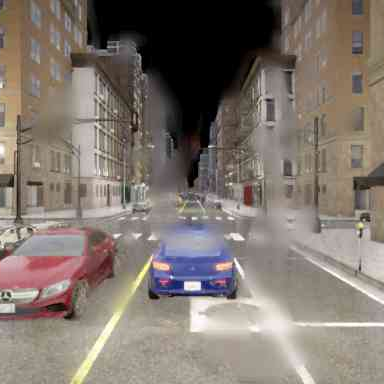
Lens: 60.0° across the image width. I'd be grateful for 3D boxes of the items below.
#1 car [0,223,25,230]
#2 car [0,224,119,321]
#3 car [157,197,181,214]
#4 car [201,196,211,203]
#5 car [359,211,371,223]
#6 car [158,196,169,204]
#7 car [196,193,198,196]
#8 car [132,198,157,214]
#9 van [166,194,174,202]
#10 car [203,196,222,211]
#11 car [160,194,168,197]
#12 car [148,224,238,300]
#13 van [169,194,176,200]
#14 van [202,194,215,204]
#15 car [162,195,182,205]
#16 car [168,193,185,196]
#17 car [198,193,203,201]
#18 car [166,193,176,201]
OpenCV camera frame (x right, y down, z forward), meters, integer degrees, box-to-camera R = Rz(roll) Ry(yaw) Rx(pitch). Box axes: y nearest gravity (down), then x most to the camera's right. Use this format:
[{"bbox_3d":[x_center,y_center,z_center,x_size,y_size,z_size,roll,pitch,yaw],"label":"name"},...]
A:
[{"bbox_3d":[-5.370,1.550,8.842,2.008,1.369,4.403,0,0,0],"label":"car"},{"bbox_3d":[-2.869,1.525,7.428,1.812,1.442,4.674,0,0,0],"label":"car"},{"bbox_3d":[-2.748,1.543,36.167,2.033,1.411,5.357,0,0,4],"label":"car"},{"bbox_3d":[2.774,1.557,68.141,1.947,1.339,4.313,0,0,0],"label":"car"},{"bbox_3d":[15.113,1.636,24.042,5.357,1.411,2.033,0,0,0],"label":"car"},{"bbox_3d":[-5.298,1.517,62.578,1.752,1.417,4.829,0,0,0],"label":"car"},{"bbox_3d":[2.831,1.533,95.172,1.887,1.381,4.507,0,0,0],"label":"car"},{"bbox_3d":[-5.322,1.547,35.717,2.008,1.369,4.403,0,0,0],"label":"car"},{"bbox_3d":[-5.282,1.332,78.966,1.690,1.788,3.998,0,0,0],"label":"van"},{"bbox_3d":[2.717,1.546,41.110,2.008,1.369,4.403,0,0,0],"label":"car"},{"bbox_3d":[-5.302,1.433,57.342,1.967,1.590,4.097,0,0,0],"label":"car"},{"bbox_3d":[0.034,1.525,8.284,1.812,1.442,4.674,0,0,1],"label":"car"},{"bbox_3d":[-5.272,1.330,89.779,1.690,1.788,3.998,0,0,0],"label":"van"},{"bbox_3d":[2.728,1.335,46.516,1.690,1.788,3.998,0,0,0],"label":"van"},{"bbox_3d":[-2.719,1.520,46.338,1.812,1.442,4.674,0,0,1],"label":"car"},{"bbox_3d":[-2.694,1.470,56.657,1.882,1.535,5.008,0,0,1],"label":"car"},{"bbox_3d":[2.763,1.307,62.735,2.192,1.841,5.009,0,0,0],"label":"car"},{"bbox_3d":[-5.277,1.305,84.373,2.192,1.841,5.009,0,0,0],"label":"car"}]
